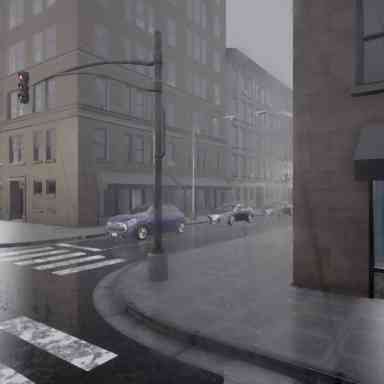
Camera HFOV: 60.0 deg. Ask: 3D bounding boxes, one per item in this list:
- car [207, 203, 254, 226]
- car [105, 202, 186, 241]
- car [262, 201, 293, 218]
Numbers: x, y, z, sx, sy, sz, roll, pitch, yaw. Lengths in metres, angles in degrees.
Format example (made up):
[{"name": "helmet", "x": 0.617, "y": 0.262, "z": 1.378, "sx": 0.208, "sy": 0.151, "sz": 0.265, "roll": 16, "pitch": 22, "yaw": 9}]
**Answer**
[{"name": "car", "x": 2.984, "y": 1.622, "z": 24.967, "sx": 2.128, "sy": 1.511, "sz": 4.902, "roll": 0, "pitch": 0, "yaw": 35}, {"name": "car", "x": -2.333, "y": 1.432, "z": 17.530, "sx": 2.097, "sy": 1.767, "sz": 4.553, "roll": 0, "pitch": 0, "yaw": 36}, {"name": "car", "x": 8.496, "y": 1.674, "z": 32.719, "sx": 2.128, "sy": 1.511, "sz": 4.902, "roll": 0, "pitch": 0, "yaw": 36}]
